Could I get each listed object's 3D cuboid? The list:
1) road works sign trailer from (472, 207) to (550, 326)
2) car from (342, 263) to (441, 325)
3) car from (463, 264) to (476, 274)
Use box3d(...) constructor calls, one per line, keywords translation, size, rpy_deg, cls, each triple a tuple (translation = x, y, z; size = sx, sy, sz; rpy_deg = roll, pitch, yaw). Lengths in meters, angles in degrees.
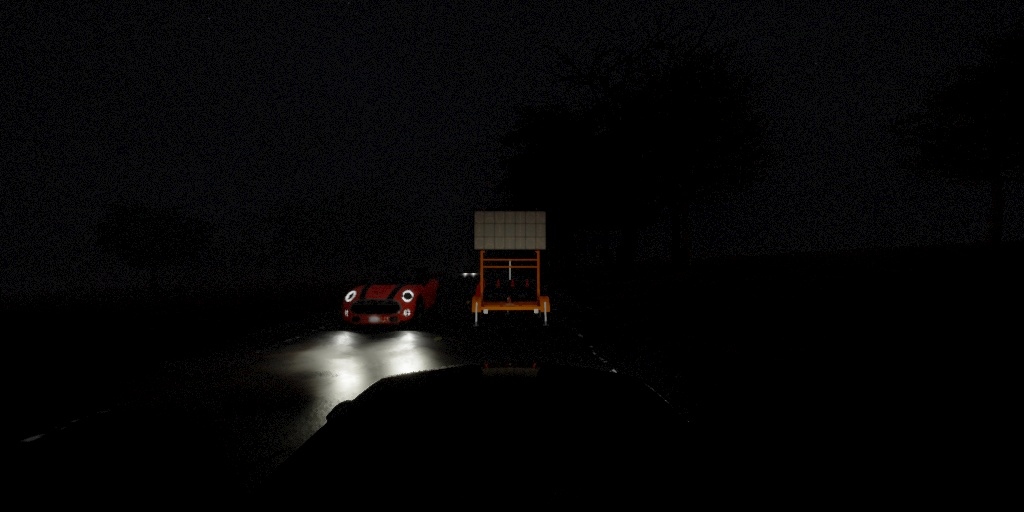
box3d(translation=(-0.065, 0.231, 11.701), size=(2.380, 3.560, 2.880), rpy_deg=(0, 0, -2), cls="road works sign trailer")
box3d(translation=(-3.732, 1.119, 11.848), size=(2.097, 1.767, 4.553), rpy_deg=(0, 0, -1), cls="car")
box3d(translation=(-6.420, 1.889, 54.094), size=(2.033, 1.411, 5.357), rpy_deg=(0, -1, -6), cls="car")
